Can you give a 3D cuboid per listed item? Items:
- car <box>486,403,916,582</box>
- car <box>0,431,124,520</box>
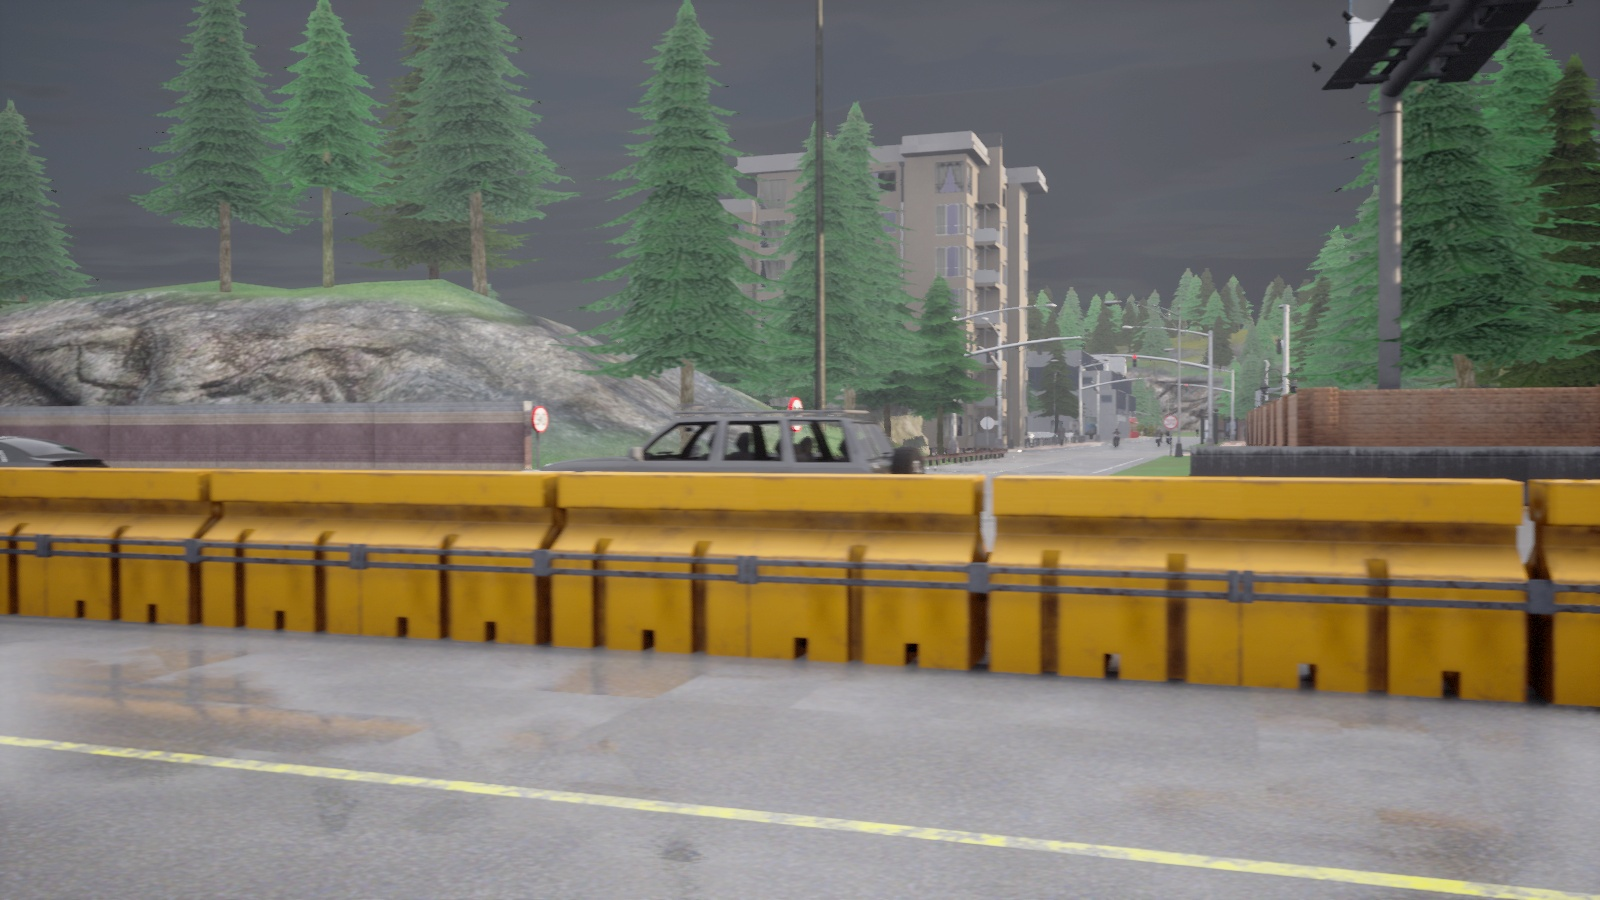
[{"bbox_3d":[-1.122,0.404,14.646,4.605,1.855,1.932,1,1,19],"label":"car"},{"bbox_3d":[-15.075,0.406,23.040,4.892,1.490,1.837,1,1,19],"label":"car"}]
